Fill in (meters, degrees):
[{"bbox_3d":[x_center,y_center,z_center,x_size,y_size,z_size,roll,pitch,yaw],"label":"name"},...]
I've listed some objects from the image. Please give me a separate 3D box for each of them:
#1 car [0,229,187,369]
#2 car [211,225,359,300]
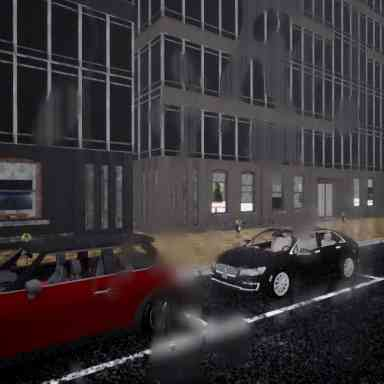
[{"bbox_3d":[-2.166,1.440,5.016,4.097,1.590,1.967,0,0,-36],"label":"car"},{"bbox_3d":[2.467,1.550,8.321,4.403,1.369,2.008,0,0,-36],"label":"car"}]
